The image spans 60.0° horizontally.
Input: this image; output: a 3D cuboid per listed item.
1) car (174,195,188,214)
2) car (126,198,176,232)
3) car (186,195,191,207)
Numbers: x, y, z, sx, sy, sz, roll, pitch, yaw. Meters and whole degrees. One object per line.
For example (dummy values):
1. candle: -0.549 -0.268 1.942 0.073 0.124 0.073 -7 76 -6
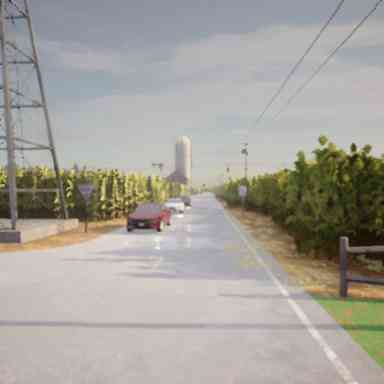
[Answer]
1. car: -1.733 1.347 32.771 1.812 1.442 4.674 0 0 3
2. car: -2.397 1.383 19.522 1.882 1.535 5.008 0 0 5
3. car: -1.121 1.238 45.922 1.837 1.490 4.892 0 2 3
